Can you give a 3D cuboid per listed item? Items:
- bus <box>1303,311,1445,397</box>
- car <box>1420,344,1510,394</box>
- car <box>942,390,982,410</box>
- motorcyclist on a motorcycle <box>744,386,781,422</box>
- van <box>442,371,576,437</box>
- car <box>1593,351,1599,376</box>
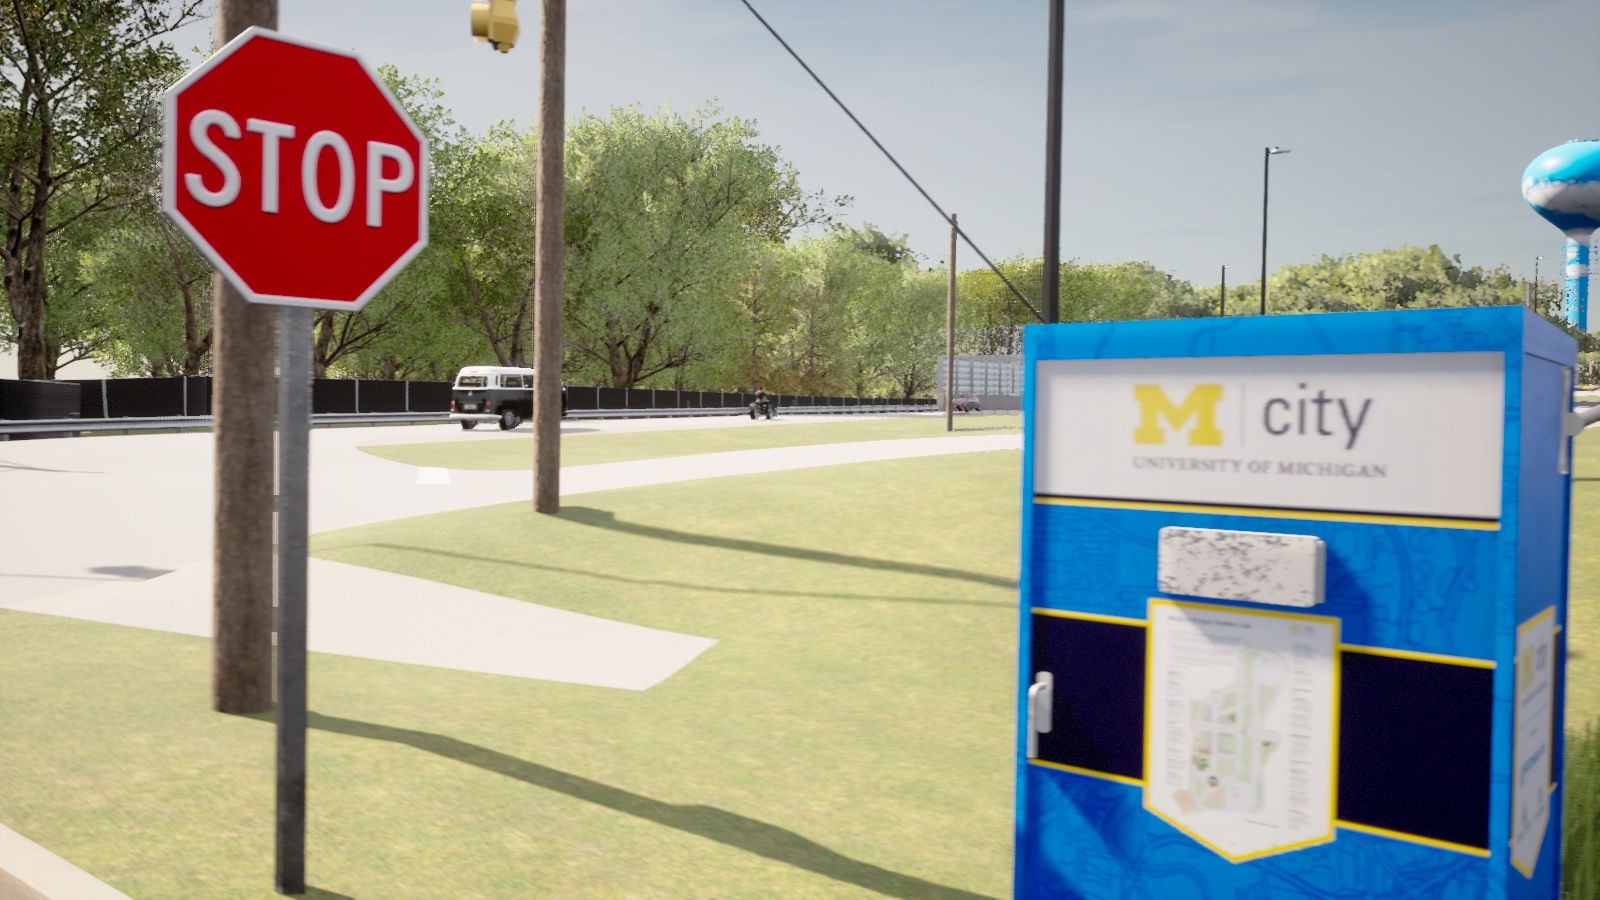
[{"bbox_3d":[31.459,-5.302,68.513,3.944,4.253,10.273,1,5,43],"label":"bus"},{"bbox_3d":[28.013,-3.402,53.059,1.932,1.855,4.605,-5,3,11],"label":"car"},{"bbox_3d":[12.703,-3.929,98.394,1.816,1.474,4.193,0,3,27],"label":"car"},{"bbox_3d":[-1.762,-2.175,58.886,0.766,1.649,2.350,1,3,24],"label":"motorcyclist on a motorcycle"},{"bbox_3d":[-9.515,-1.533,41.450,2.069,2.038,4.480,0,3,23],"label":"van"},{"bbox_3d":[50.546,-5.350,76.948,3.705,1.549,1.789,-4,5,-31],"label":"car"}]
